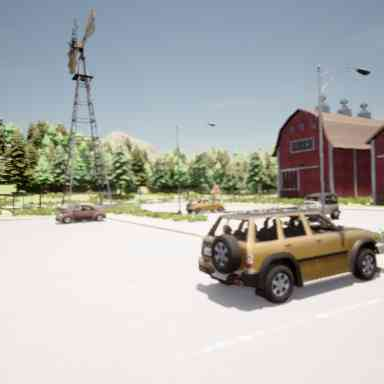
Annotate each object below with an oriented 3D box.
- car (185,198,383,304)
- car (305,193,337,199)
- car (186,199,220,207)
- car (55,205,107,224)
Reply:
[{"bbox_3d":[2.393,1.235,7.926,4.605,1.855,1.932,-2,0,-30],"label":"car"},{"bbox_3d":[8.688,1.043,23.413,3.866,1.878,1.905,-2,0,-30],"label":"car"},{"bbox_3d":[1.399,1.440,34.765,4.193,1.474,1.816,-2,0,-30],"label":"car"},{"bbox_3d":[-9.099,1.767,27.240,3.905,1.438,1.784,-2,0,-30],"label":"car"}]
